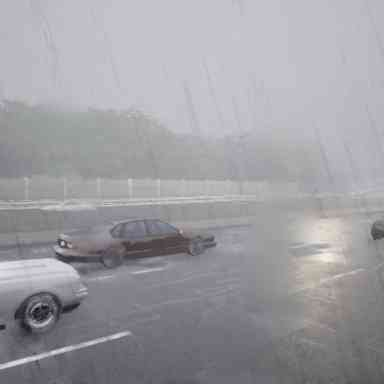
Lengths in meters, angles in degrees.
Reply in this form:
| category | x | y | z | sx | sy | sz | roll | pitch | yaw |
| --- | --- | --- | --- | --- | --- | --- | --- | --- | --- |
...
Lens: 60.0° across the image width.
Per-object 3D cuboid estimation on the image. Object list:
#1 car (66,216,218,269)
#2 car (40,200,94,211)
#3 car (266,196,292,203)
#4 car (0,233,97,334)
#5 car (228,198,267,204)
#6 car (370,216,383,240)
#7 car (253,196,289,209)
| category | x | y | z | sx | sy | sz | roll | pitch | yaw |
| --- | --- | --- | --- | --- | --- | --- | --- | --- | --- |
| car | -1.709 | 1.533 | 11.119 | 5.357 | 1.411 | 2.033 | 0 | 0 | -35 |
| car | -11.293 | 1.493 | 30.312 | 4.674 | 1.442 | 1.812 | 0 | 0 | -35 |
| car | 9.128 | 1.311 | 36.182 | 4.718 | 1.301 | 1.895 | -1 | 1 | -35 |
| car | -4.145 | 1.600 | 5.088 | 4.718 | 1.301 | 1.895 | 0 | 0 | -35 |
| car | 3.919 | 1.417 | 28.224 | 4.181 | 1.385 | 1.994 | -1 | 1 | -35 |
| car | 9.969 | 1.452 | 15.112 | 4.181 | 1.385 | 1.994 | -1 | 1 | -35 |
| car | 9.713 | 1.222 | 40.863 | 4.181 | 1.385 | 1.994 | -1 | 1 | -35 |
